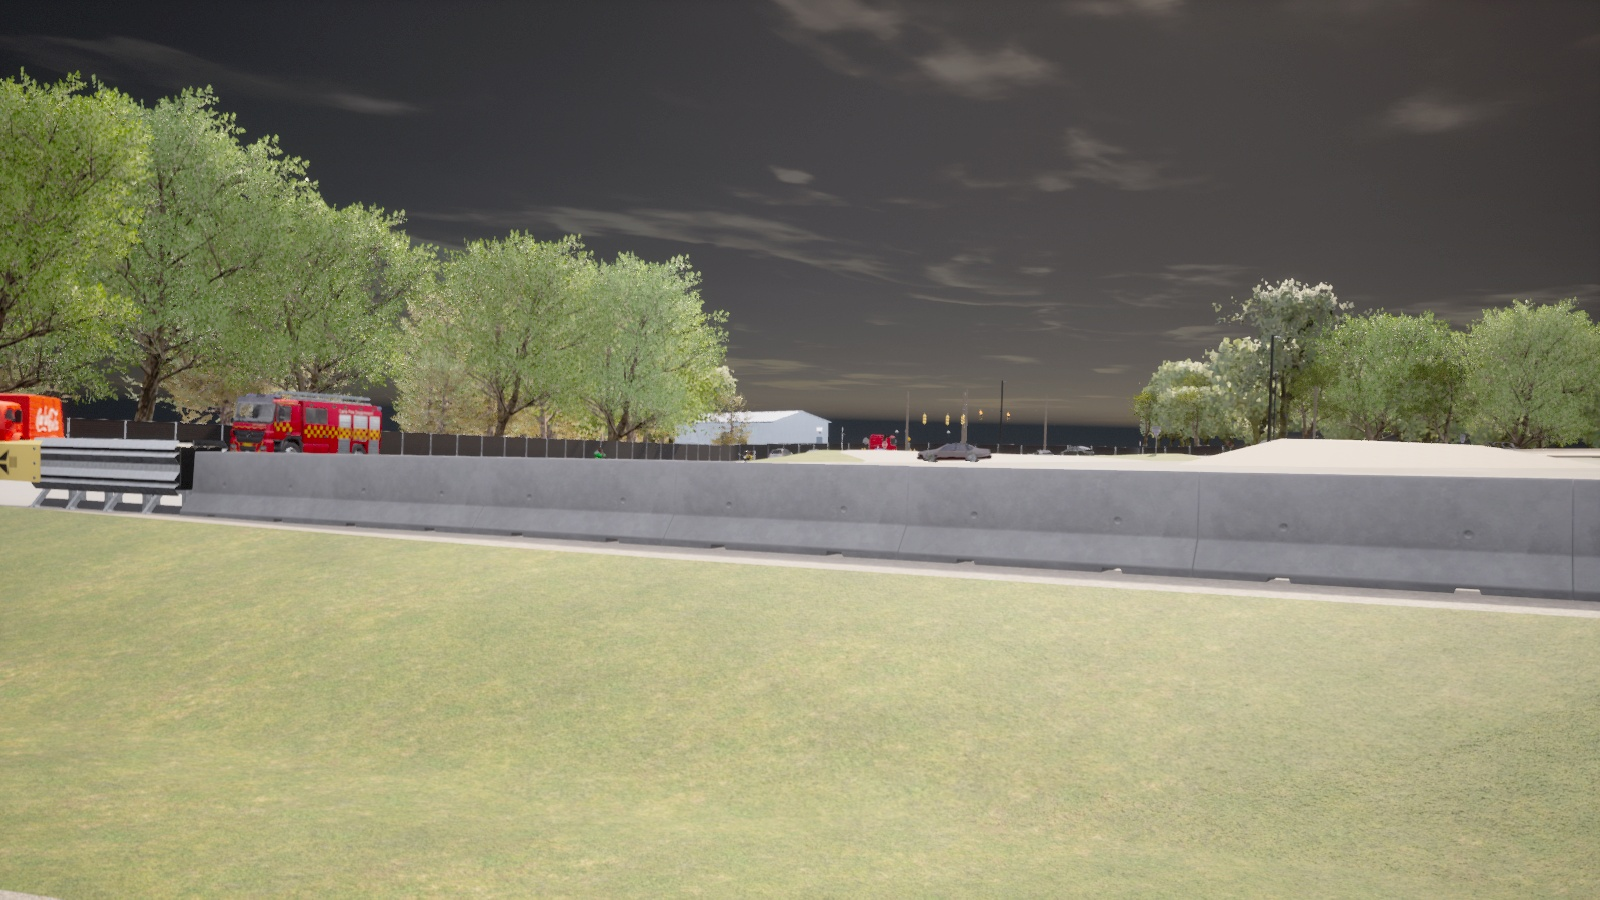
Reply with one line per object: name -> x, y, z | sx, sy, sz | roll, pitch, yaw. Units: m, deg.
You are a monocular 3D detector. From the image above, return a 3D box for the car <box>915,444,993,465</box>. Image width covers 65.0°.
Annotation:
car -> 11.032, 0.311, 89.849 | 5.357, 1.411, 2.033 | 0, -2, 11

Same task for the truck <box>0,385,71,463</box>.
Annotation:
truck -> -26.743, -0.852, 42.116 | 2.627, 2.467, 5.204 | 1, 0, -15

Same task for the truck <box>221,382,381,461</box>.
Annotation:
truck -> -27.256, -1.444, 69.130 | 2.891, 3.827, 8.468 | 3, 0, 23
